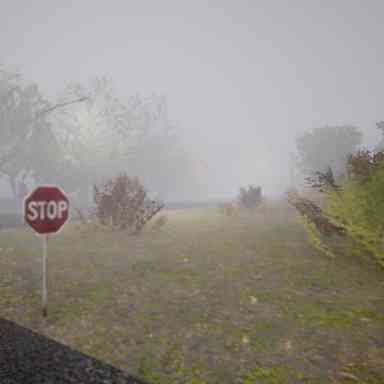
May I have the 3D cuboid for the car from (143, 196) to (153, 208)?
[{"bbox_3d":[-5.532,1.098,36.047,1.837,1.490,4.892,1,1,28],"label":"car"}]
